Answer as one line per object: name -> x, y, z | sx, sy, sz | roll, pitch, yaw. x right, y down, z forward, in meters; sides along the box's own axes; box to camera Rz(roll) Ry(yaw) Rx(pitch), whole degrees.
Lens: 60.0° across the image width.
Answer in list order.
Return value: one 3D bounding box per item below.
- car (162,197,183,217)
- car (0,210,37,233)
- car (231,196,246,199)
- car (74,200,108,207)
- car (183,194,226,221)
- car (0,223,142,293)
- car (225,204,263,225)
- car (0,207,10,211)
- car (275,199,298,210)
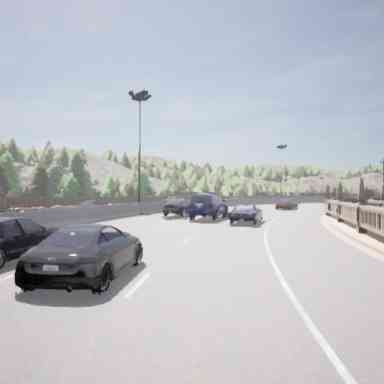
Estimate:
car -> -1.055, 1.464, 30.626 | 1.837, 1.490, 4.892 | 0, 0, 20
car -> -6.072, 1.501, 10.680 | 2.033, 1.411, 5.357 | 0, 0, 8
car -> 8.343, 1.554, 61.409 | 2.128, 1.511, 4.902 | 0, 0, 39
car -> -10.671, 1.513, 35.391 | 1.994, 1.385, 4.181 | 0, 0, 22
car -> 1.383, 1.182, 27.216 | 2.150, 2.045, 5.566 | 0, 0, 18
car -> -2.693, 1.530, 8.834 | 1.994, 1.385, 4.181 | 0, 0, 6
car -> 3.991, 1.565, 24.138 | 1.895, 1.301, 4.718 | 0, 0, 18
car -> -11.843, 1.496, 19.034 | 1.994, 1.385, 4.181 | 0, 0, 12
car -> 12.098, 1.555, 42.479 | 1.994, 1.385, 4.181 | 0, 0, 31
